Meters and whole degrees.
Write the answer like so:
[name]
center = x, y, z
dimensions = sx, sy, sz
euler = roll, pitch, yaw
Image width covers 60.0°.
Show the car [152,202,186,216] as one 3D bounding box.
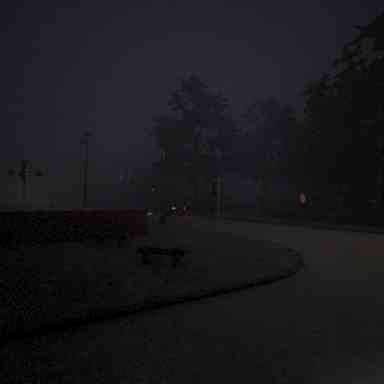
[car]
center = -2.439, 1.743, 34.809
dimensions = 1.812, 1.442, 4.674
euler = 1, 0, -35
